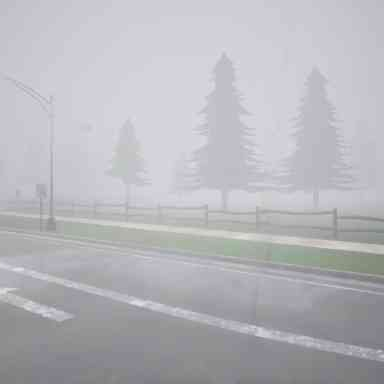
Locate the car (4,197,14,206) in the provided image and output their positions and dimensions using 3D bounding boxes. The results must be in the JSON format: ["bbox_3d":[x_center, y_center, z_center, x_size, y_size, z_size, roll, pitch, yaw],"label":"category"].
[{"bbox_3d":[-26.501,1.526,52.590,1.812,1.442,4.674,0,0,35],"label":"car"}]

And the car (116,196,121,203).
[{"bbox_3d":[-12.024,1.223,66.985,2.150,2.045,5.566,0,0,36],"label":"car"}]

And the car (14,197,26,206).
[{"bbox_3d":[-23.753,1.601,50.415,1.895,1.301,4.718,0,0,35],"label":"car"}]

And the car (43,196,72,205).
[{"bbox_3d":[-24.662,1.526,61.224,1.812,1.442,4.674,0,0,35],"label":"car"}]

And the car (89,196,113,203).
[{"bbox_3d":[-18.880,1.595,69.358,1.895,1.301,4.718,0,0,35],"label":"car"}]

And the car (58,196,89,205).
[{"bbox_3d":[-21.263,1.491,60.010,2.128,1.511,4.902,0,0,35],"label":"car"}]

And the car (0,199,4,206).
[{"bbox_3d":[-29.691,1.564,54.141,1.994,1.385,4.181,0,0,34],"label":"car"}]

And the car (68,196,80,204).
[{"bbox_3d":[-18.621,1.526,57.694,1.812,1.442,4.674,0,0,35],"label":"car"}]

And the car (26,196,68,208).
[{"bbox_3d":[-20.963,1.352,48.305,2.097,1.767,4.553,0,0,35],"label":"car"}]

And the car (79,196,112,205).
[{"bbox_3d":[-15.990,1.564,55.375,1.994,1.385,4.181,0,0,35],"label":"car"}]

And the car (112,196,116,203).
[{"bbox_3d":[-15.469,1.552,68.126,1.994,1.385,4.181,0,0,35],"label":"car"}]

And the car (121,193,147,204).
[{"bbox_3d":[-10.572,1.353,63.030,2.097,1.767,4.553,0,0,35],"label":"car"}]
